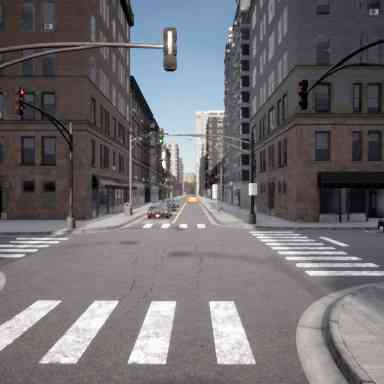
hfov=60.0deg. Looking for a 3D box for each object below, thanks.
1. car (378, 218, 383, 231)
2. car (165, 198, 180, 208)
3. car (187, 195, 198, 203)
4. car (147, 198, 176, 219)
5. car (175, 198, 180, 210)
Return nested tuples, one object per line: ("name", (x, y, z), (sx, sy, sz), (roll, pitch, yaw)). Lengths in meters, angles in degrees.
("car", (12.378, 1.569, 17.907), (4.313, 1.339, 1.947), (0, 0, 0))
("car", (-2.821, 1.594, 50.231), (2.033, 1.411, 5.357), (0, 0, -1))
("car", (0.130, 1.443, 70.083), (2.097, 1.767, 4.553), (0, 0, 0))
("car", (-2.833, 1.564, 30.010), (2.033, 1.411, 5.357), (0, 0, 0))
("car", (-2.824, 1.534, 39.729), (1.837, 1.490, 4.892), (0, 0, 0))
